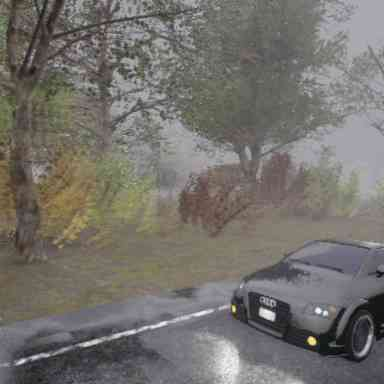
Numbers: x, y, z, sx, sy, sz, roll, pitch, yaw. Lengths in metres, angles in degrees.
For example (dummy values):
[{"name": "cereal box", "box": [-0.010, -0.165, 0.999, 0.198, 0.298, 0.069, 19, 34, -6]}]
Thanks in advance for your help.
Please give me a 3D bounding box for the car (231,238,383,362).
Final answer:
[{"name": "car", "box": [2.695, 1.560, 5.915, 4.181, 1.385, 1.994, 0, 0, -36]}]
